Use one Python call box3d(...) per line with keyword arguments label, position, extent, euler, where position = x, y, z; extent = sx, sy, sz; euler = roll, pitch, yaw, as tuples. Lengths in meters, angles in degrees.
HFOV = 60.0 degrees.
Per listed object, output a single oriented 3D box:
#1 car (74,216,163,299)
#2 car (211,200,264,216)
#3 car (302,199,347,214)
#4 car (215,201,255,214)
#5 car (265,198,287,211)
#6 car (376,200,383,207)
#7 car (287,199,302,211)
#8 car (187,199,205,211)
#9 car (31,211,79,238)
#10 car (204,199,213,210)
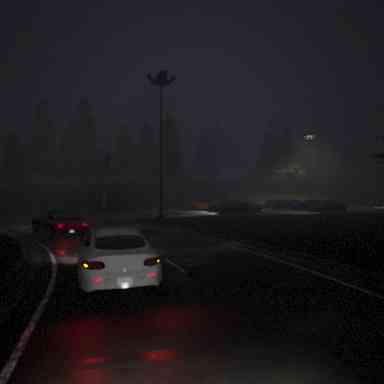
box3d(label="car", position=(-2.007, 1.573, 8.656), extent=(1.812, 1.442, 4.674), euler=(0, 0, -18))
box3d(label="car", position=(4.782, 1.767, 34.972), extent=(4.718, 1.301, 1.895), euler=(0, 0, -17))
box3d(label="car", position=(15.549, 1.690, 38.336), extent=(4.674, 1.442, 1.812), euler=(0, 0, -16))
box3d(label="car", position=(4.965, 1.749, 38.694), extent=(4.181, 1.385, 1.994), euler=(0, 0, -17))
box3d(label="car", position=(12.977, 1.692, 44.859), extent=(4.902, 1.511, 2.128), euler=(0, 0, -17))
box3d(label="car", position=(32.376, 1.779, 54.526), extent=(4.181, 1.385, 1.994), euler=(0, 0, -17))
box3d(label="car", position=(15.034, 1.660, 41.836), extent=(5.008, 1.535, 1.882), euler=(0, 0, -17))
box3d(label="car", position=(1.786, 1.700, 45.025), extent=(5.008, 1.535, 1.882), euler=(0, 0, -17))
box3d(label="car", position=(-7.439, 1.707, 18.503), extent=(1.895, 1.301, 4.718), euler=(0, 0, -39))
box3d(label="car", position=(4.144, 1.767, 42.099), extent=(4.181, 1.385, 1.994), euler=(0, 0, -17))
